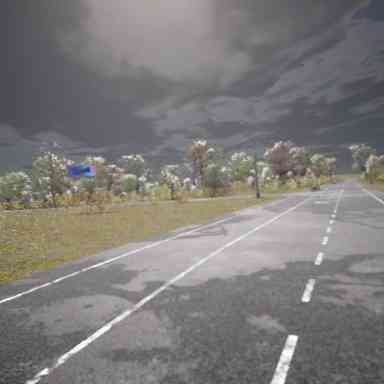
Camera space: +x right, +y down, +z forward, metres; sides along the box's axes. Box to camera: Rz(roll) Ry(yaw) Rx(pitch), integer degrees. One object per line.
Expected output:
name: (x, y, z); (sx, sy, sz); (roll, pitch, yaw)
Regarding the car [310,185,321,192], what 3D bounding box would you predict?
car: (26.145, -0.831, 70.607); (1.895, 1.301, 4.718); (-4, 0, 25)
